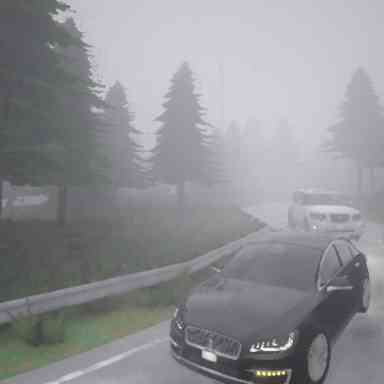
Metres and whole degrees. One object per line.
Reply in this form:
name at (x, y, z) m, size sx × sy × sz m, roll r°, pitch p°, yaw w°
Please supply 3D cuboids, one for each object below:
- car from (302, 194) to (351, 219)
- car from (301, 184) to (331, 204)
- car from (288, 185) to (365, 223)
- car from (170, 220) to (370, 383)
car at (9.778, 0.970, 24.631) m, size 1.837 × 1.490 × 4.892 m, roll 1°, pitch 2°, yaw 4°
car at (14.816, 0.187, 39.555) m, size 2.150 × 2.045 × 5.566 m, roll -1°, pitch 2°, yaw 34°
car at (6.004, 0.900, 15.570) m, size 2.150 × 2.045 × 5.566 m, roll 1°, pitch 2°, yaw 5°
car at (1.656, 1.517, 5.593) m, size 1.837 × 1.490 × 4.892 m, roll -1°, pitch 0°, yaw 37°
